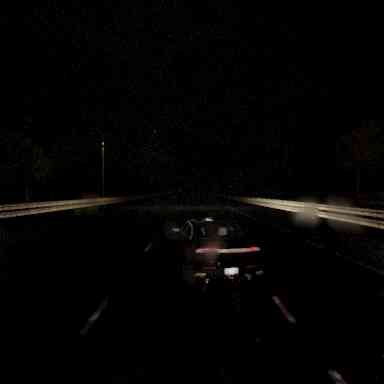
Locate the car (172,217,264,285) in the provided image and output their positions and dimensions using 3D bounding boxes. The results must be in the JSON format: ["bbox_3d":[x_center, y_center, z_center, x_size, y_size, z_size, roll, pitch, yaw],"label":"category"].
[{"bbox_3d":[0.535,1.478,9.554,2.128,1.511,4.902,0,0,-8],"label":"car"}]
